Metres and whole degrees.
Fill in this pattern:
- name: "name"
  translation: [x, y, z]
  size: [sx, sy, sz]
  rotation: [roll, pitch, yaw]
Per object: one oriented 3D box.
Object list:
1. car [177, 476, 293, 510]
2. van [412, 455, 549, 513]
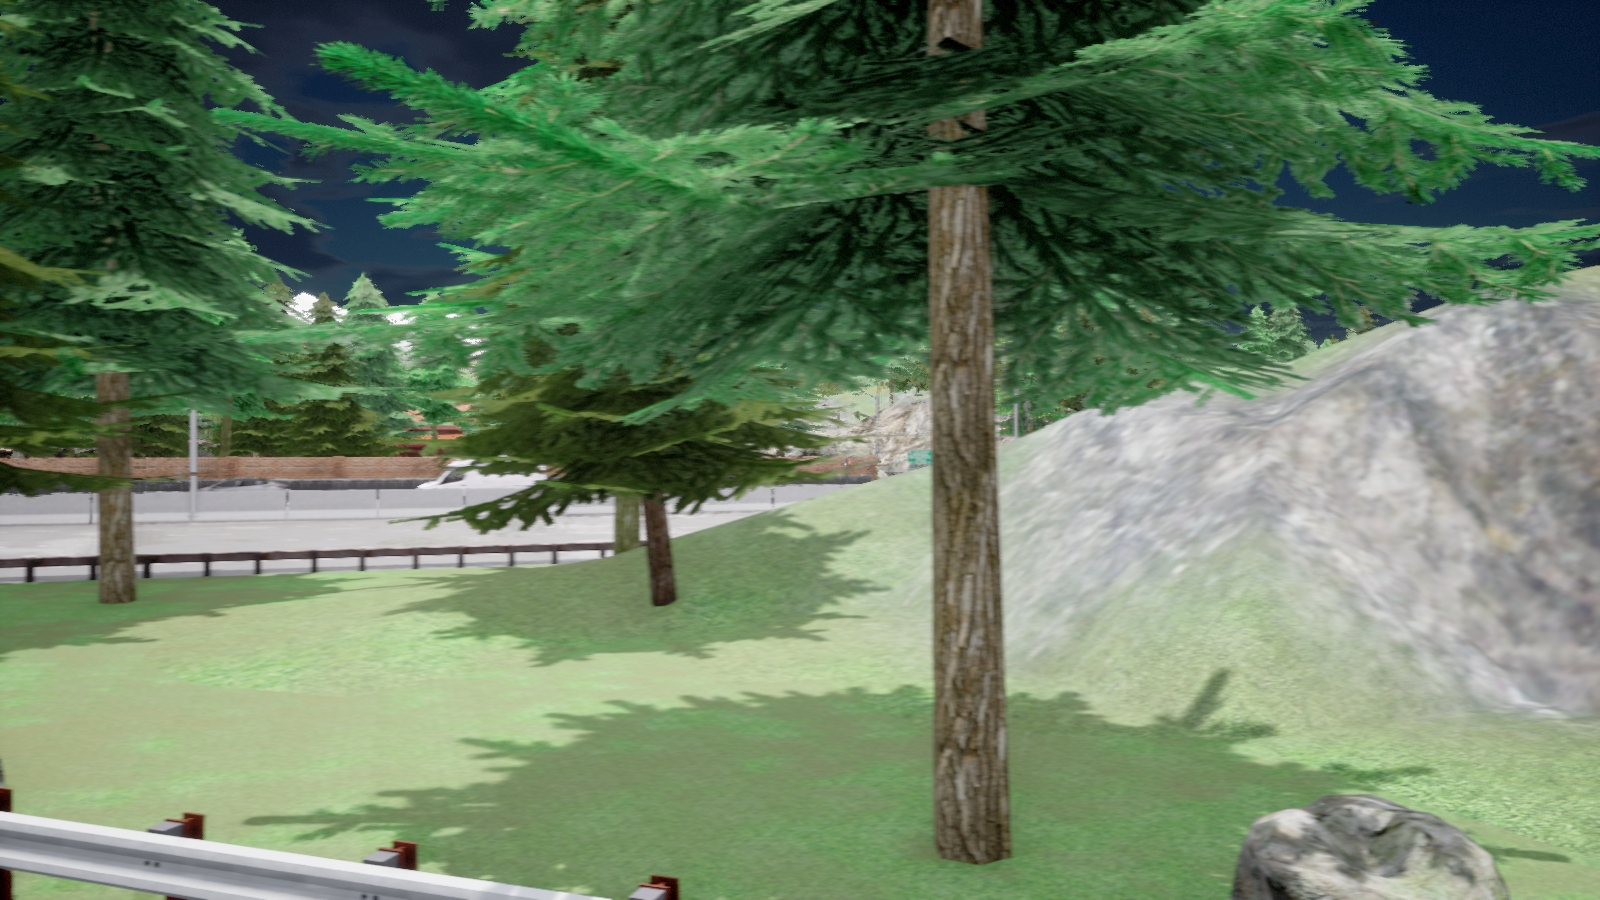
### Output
- name: "car"
  translation: [-27.383, 2.055, 55.534]
  size: [4.792, 1.488, 2.163]
  rotation: [0, 0, -19]
- name: "van"
  translation: [-14.685, 1.526, 52.519]
  size: [5.915, 2.561, 1.988]
  rotation: [0, 0, -20]
